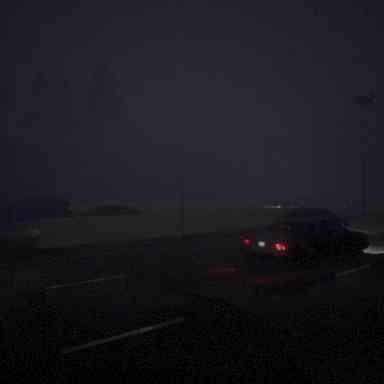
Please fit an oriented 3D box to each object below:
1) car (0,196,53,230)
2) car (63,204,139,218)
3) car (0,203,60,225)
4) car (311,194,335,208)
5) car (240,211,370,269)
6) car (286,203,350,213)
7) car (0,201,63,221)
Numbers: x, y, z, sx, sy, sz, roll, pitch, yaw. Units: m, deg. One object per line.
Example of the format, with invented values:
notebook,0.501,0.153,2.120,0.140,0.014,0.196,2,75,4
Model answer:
car,-10.834,1.297,22.161,5.566,2.045,2.150,0,0,-37
car,-5.643,1.576,21.795,4.892,1.490,1.837,1,0,-39
car,-12.693,1.610,25.172,4.674,1.442,1.812,0,0,-37
car,21.158,1.365,53.638,2.150,2.045,5.566,0,0,39
car,4.010,1.579,11.319,5.357,1.411,2.033,0,0,-38
car,6.637,1.555,18.078,4.892,1.490,1.837,0,0,-41
car,-13.971,1.573,28.608,5.008,1.535,1.882,0,0,-38
